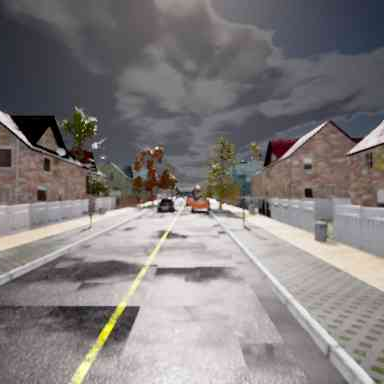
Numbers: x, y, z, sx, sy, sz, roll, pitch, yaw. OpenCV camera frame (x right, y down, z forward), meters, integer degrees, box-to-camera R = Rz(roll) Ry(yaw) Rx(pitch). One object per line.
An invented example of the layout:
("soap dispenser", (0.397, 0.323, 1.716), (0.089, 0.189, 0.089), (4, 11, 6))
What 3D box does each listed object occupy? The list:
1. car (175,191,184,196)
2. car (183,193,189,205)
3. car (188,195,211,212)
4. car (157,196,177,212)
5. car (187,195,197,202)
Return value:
("car", (-2.725, 0.861, 78.920), (2.150, 2.045, 5.566), (0, 0, 0))
("car", (0.018, 1.285, 55.205), (2.097, 1.767, 4.553), (0, 0, 0))
("car", (0.934, 1.247, 37.196), (2.097, 1.767, 4.553), (-3, -1, 0))
("car", (-2.829, 1.472, 37.319), (1.812, 1.442, 4.674), (0, 0, 0))
("car", (0.023, 1.319, 72.404), (2.033, 1.411, 5.357), (0, 0, 0))
